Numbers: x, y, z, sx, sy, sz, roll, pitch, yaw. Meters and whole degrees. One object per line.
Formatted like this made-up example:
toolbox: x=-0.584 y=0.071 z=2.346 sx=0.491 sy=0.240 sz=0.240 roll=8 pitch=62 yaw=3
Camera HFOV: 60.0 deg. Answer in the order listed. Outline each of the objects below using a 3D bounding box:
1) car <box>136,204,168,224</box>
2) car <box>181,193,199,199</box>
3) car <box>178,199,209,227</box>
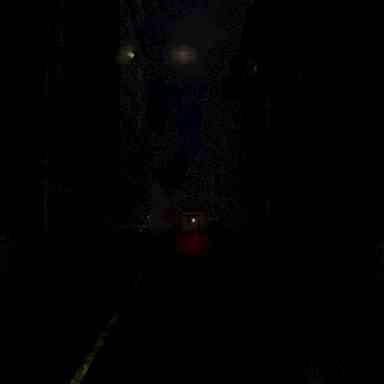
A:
car: x=-2.849 y=1.541 z=24.340 sx=1.994 sy=1.385 sz=4.181 roll=0 pitch=0 yaw=0
car: x=0.099 y=1.288 z=39.729 sx=2.097 sy=1.767 sz=4.553 roll=0 pitch=0 yaw=0
car: x=0.098 y=1.485 z=22.852 sx=1.837 sy=1.490 sz=4.892 roll=0 pitch=0 yaw=0
